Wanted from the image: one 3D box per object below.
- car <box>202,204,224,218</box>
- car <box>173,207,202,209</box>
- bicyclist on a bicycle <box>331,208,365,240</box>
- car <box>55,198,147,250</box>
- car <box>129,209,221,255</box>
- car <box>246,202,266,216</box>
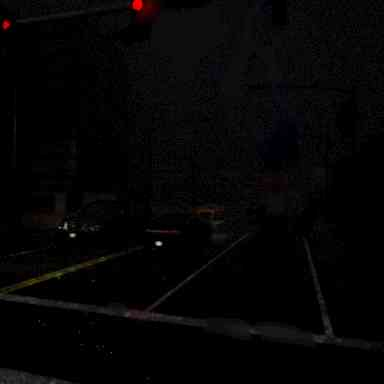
[{"bbox_3d":[2.022,2.019,34.866,1.882,1.535,5.008,1,-1,17],"label":"car"},{"bbox_3d":[-0.951,1.919,25.198,1.994,1.385,4.181,1,-1,17],"label":"car"},{"bbox_3d":[8.150,1.691,17.397,1.656,1.620,0.582,1,-1,17],"label":"bicyclist on a bicycle"},{"bbox_3d":[-3.868,1.393,15.659,2.150,2.045,5.566,1,-1,17],"label":"car"},{"bbox_3d":[-0.468,1.699,14.390,2.128,1.511,4.902,1,-1,18],"label":"car"},{"bbox_3d":[8.393,2.115,43.247,2.097,1.767,4.553,1,-1,17],"label":"car"}]
